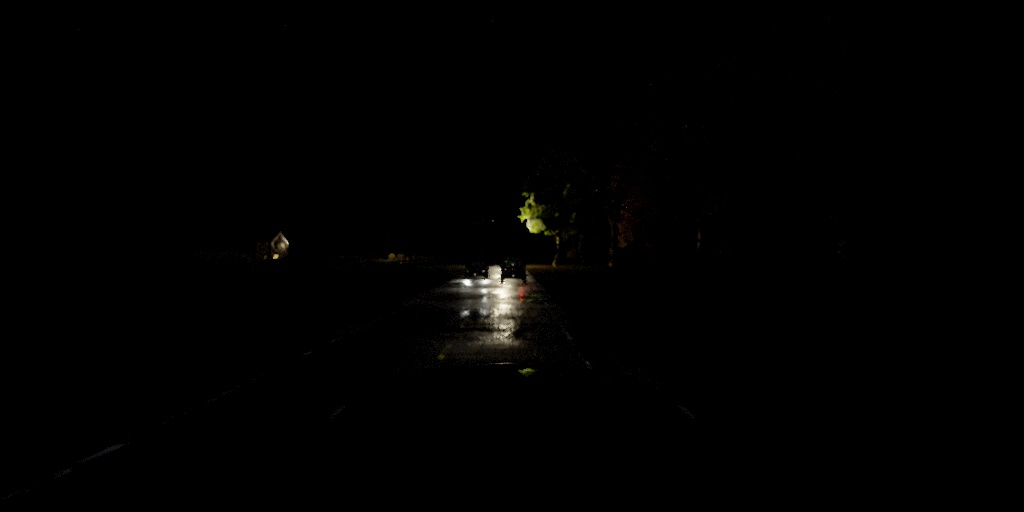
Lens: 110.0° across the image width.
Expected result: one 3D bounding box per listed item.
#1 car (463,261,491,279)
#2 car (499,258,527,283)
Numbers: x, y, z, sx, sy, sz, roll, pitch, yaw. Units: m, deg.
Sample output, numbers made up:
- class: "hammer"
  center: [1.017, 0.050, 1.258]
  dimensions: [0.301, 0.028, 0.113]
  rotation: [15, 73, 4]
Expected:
- class: "car"
  center: [-2.857, 1.139, 30.084]
  dimensions: [1.812, 1.442, 4.674]
  rotation: [0, 0, 0]
- class: "car"
  center: [0.092, 1.123, 26.852]
  dimensions: [2.128, 1.511, 4.902]
  rotation: [0, 0, 0]
